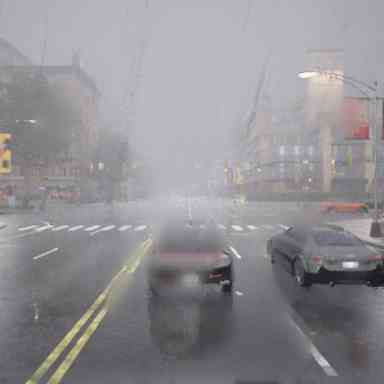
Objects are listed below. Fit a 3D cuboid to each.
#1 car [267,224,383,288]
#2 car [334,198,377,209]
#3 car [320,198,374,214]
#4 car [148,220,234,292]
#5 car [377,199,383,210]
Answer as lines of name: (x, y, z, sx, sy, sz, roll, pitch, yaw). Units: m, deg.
car: (3.479, 1.578, 9.340, 1.994, 1.385, 4.181, 0, 0, 0)
car: (22.794, 1.560, 46.542, 4.902, 1.511, 2.128, 0, 0, 0)
car: (15.931, 1.404, 34.810, 4.553, 1.767, 2.097, 0, 0, 0)
car: (-0.023, 1.506, 8.925, 2.128, 1.511, 4.902, 0, 0, 0)
car: (23.015, 1.541, 43.047, 5.008, 1.535, 1.882, 0, 0, 0)
